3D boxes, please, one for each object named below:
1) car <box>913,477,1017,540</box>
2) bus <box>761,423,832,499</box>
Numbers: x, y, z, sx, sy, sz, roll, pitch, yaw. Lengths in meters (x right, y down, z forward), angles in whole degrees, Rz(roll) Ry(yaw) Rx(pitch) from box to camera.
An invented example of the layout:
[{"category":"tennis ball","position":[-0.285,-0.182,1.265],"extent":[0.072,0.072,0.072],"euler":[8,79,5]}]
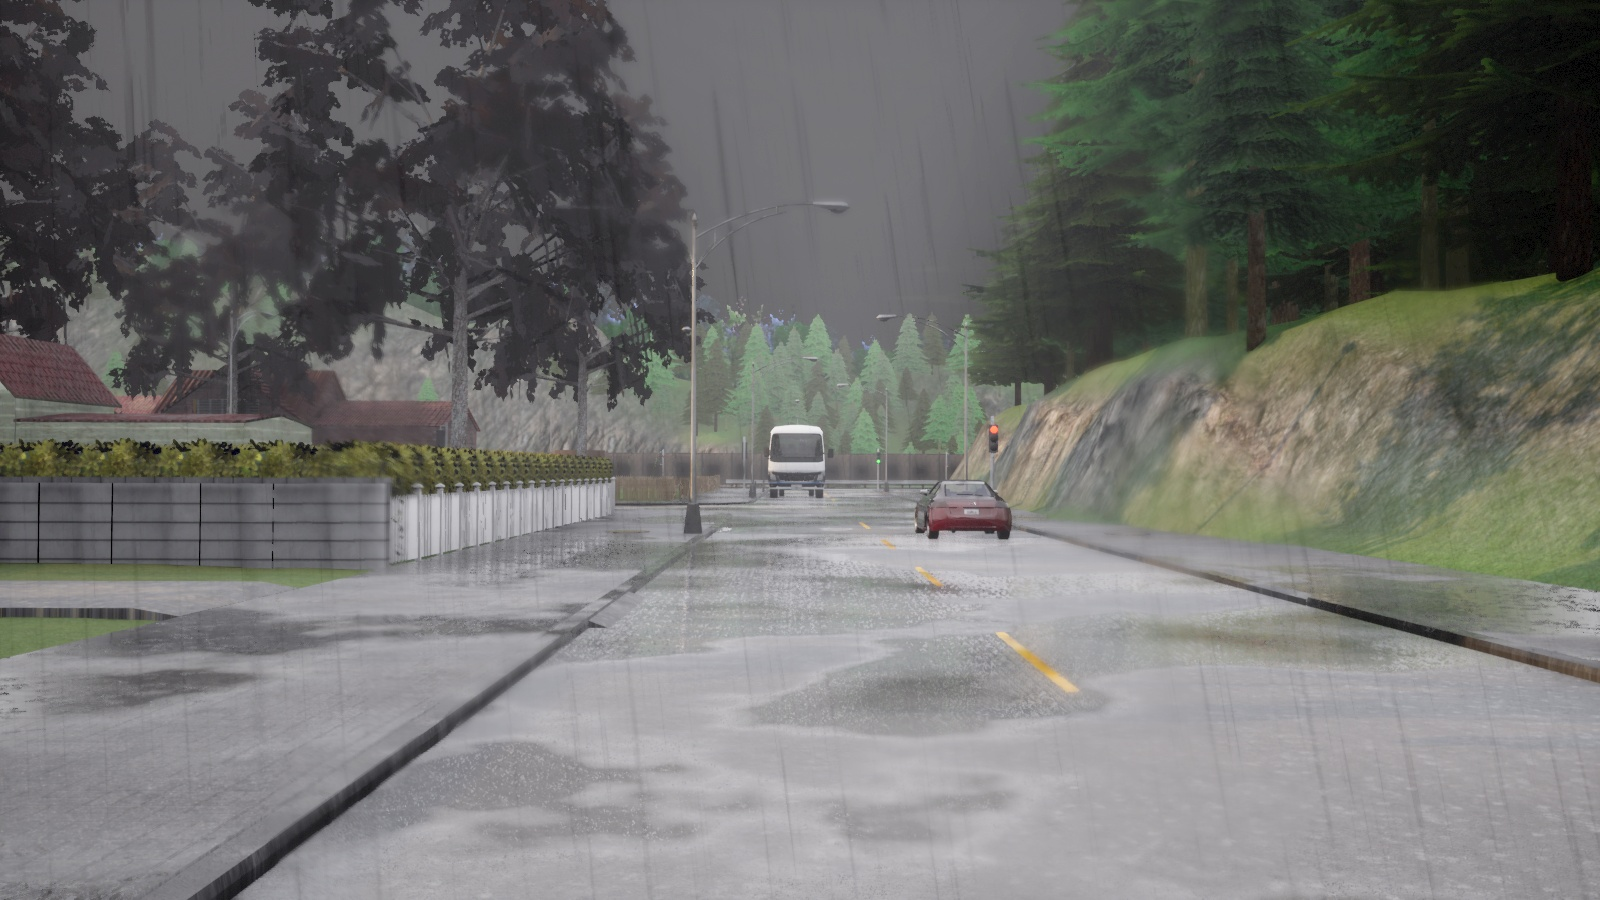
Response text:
[{"category":"car","position":[3.919,1.374,30.520],"extent":[1.994,1.385,4.181],"euler":[0,-1,0]},{"category":"bus","position":[-0.192,0.698,75.175],"extent":[3.944,4.253,10.273],"euler":[0,-1,0]}]
